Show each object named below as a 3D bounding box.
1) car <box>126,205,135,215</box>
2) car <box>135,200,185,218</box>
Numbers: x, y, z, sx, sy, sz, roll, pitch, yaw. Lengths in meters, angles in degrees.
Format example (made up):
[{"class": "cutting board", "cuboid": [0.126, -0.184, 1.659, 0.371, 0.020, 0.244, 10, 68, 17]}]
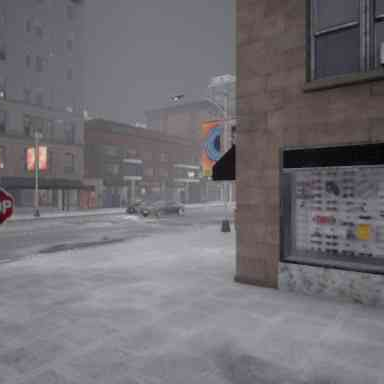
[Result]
[{"class": "car", "cuboid": [-4.523, 1.550, 32.883, 1.994, 1.385, 4.181, 0, 0, 36]}, {"class": "car", "cuboid": [-2.553, 1.493, 30.052, 1.837, 1.490, 4.892, 0, 0, 36]}]
